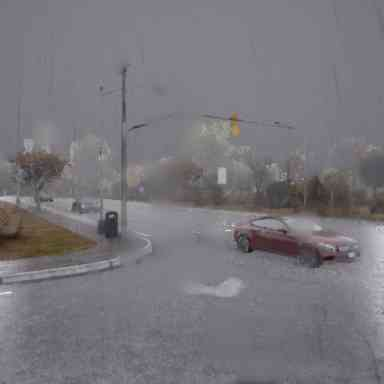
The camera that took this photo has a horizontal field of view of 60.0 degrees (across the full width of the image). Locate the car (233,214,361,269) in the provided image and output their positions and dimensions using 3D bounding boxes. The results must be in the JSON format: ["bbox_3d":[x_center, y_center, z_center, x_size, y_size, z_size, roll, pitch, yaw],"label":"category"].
[{"bbox_3d":[3.323,1.524,11.458,1.812,1.442,4.674,0,0,-32],"label":"car"}]

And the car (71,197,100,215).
[{"bbox_3d":[-10.686,1.323,33.652,2.097,1.767,4.553,0,0,-32],"label":"car"}]

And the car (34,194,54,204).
[{"bbox_3d":[-24.871,1.067,55.770,2.033,1.411,5.357,0,1,-40],"label":"car"}]
